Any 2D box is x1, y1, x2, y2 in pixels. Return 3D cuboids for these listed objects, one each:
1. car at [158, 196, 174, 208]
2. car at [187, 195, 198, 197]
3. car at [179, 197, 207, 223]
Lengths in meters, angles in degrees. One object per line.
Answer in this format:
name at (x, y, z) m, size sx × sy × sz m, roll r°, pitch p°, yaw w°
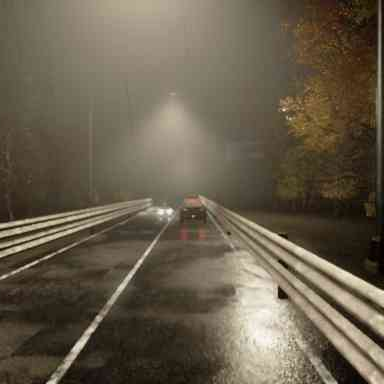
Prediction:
car at (-3.365, 1.323, 43.329) m, size 2.128 × 1.511 × 4.902 m, roll 0°, pitch 0°, yaw 0°
car at (0.075, 1.186, 42.129) m, size 2.097 × 1.767 × 4.553 m, roll 0°, pitch 0°, yaw 0°
car at (0.094, 1.390, 24.451) m, size 2.128 × 1.511 × 4.902 m, roll 0°, pitch 0°, yaw 0°
